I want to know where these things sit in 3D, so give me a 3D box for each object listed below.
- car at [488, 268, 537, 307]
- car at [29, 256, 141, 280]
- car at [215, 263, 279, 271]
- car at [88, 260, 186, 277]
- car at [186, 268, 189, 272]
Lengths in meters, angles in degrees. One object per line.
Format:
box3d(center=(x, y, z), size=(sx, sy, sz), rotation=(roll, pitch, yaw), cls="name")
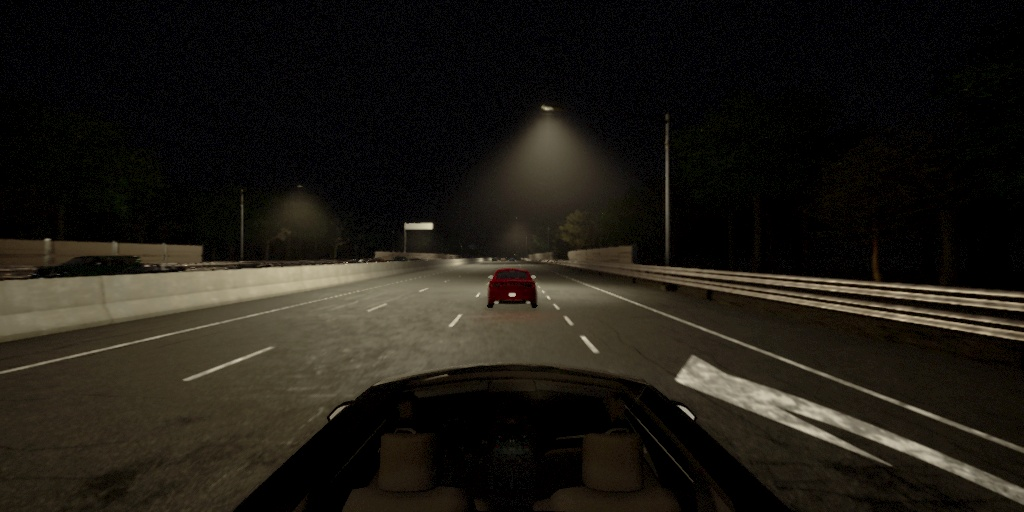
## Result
box3d(center=(0.007, 1.263, 15.479), size=(1.882, 1.535, 5.008), rotation=(0, 0, 0), cls="car")
box3d(center=(-28.095, 0.991, 24.166), size=(2.150, 2.045, 5.566), rotation=(0, 0, 0), cls="car")
box3d(center=(-17.594, 1.274, 24.288), size=(1.837, 1.490, 4.892), rotation=(0, 0, 0), cls="car")
box3d(center=(-24.594, 1.261, 24.282), size=(2.128, 1.511, 4.902), rotation=(0, 0, 0), cls="car")
box3d(center=(-21.093, 1.372, 26.803), size=(1.895, 1.301, 4.718), rotation=(0, 0, 0), cls="car")
